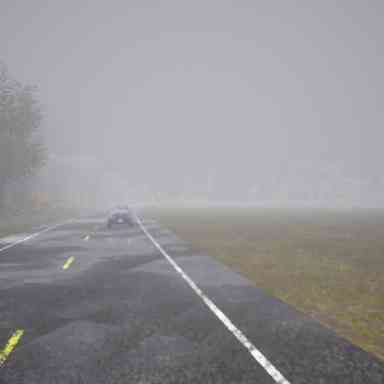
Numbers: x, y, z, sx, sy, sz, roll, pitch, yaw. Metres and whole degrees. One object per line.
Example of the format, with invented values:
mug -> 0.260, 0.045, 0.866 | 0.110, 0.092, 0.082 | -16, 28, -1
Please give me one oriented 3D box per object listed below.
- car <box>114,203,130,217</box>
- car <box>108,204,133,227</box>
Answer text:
car -> -8.860, 2.236, 42.266 | 1.882, 1.535, 5.008 | -1, -1, -11
car -> -5.788, 1.997, 26.889 | 1.812, 1.442, 4.674 | -1, -1, -12
